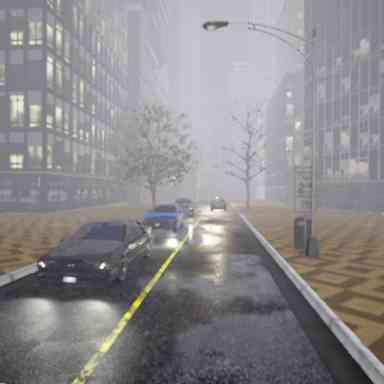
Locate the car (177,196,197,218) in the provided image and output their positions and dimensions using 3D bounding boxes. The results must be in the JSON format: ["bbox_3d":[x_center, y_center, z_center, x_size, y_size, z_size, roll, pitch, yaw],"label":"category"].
[{"bbox_3d":[-0.736,1.295,29.876,2.097,1.767,4.553,0,0,5],"label":"car"}]

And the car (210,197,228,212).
[{"bbox_3d":[3.065,1.451,38.221,2.128,1.511,4.902,0,0,5],"label":"car"}]

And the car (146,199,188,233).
[{"bbox_3d":[-1.585,1.431,19.816,1.882,1.535,5.008,0,0,5],"label":"car"}]

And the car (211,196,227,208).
[{"bbox_3d":[3.980,1.447,49.077,2.128,1.511,4.902,0,0,5],"label":"car"}]

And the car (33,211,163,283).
[{"bbox_3d":[-2.430,1.513,9.856,2.033,1.411,5.357,0,0,5],"label":"car"}]
